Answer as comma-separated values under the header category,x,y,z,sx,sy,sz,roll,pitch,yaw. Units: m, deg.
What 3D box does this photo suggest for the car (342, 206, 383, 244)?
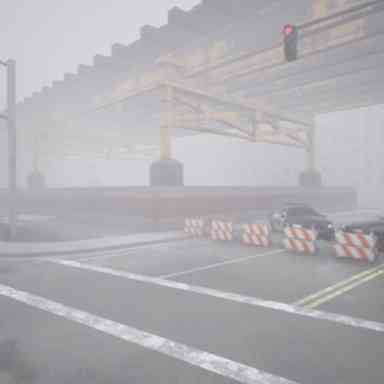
category,x,y,z,sx,sy,sz,roll,pitch,yaw
car,8.138,1.177,12.203,4.536,1.218,1.853,0,0,11

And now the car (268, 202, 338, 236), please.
category,x,y,z,sx,sy,sz,roll,pitch,yaw
car,4.989,1.168,15.675,1.853,1.218,4.536,0,0,1

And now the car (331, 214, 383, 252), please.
category,x,y,z,sx,sy,sz,roll,pitch,yaw
car,8.088,1.335,12.214,4.974,1.542,2.038,0,0,11

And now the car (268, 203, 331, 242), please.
category,x,y,z,sx,sy,sz,roll,pitch,yaw
car,4.989,1.326,15.624,2.038,1.542,4.974,0,0,1
